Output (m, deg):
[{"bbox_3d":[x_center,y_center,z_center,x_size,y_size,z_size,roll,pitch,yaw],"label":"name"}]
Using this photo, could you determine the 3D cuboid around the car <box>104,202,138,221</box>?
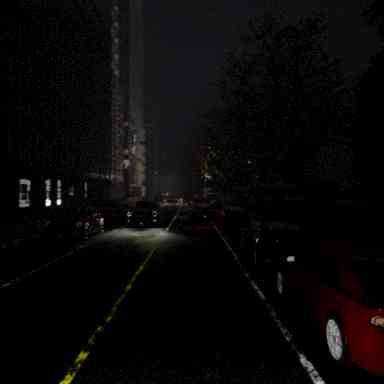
[{"bbox_3d":[-5.820,1.551,27.832,1.947,1.339,4.313,0,0,0],"label":"car"}]

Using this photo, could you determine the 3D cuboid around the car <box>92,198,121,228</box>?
[{"bbox_3d":[-5.822,1.309,22.271,2.192,1.841,5.009,0,0,0],"label":"car"}]

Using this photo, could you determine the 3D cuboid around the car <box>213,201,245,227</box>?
[{"bbox_3d":[2.703,1.538,22.322,1.887,1.381,4.507,0,0,0],"label":"car"}]

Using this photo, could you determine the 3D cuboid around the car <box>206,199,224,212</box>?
[{"bbox_3d":[2.637,1.542,38.980,1.802,1.307,4.206,0,0,-1],"label":"car"}]

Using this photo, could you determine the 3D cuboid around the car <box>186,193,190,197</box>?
[{"bbox_3d":[0.683,1.307,40.642,2.097,1.767,4.553,0,0,1],"label":"car"}]

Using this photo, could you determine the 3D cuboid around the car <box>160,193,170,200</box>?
[{"bbox_3d":[-7.161,1.092,89.050,2.192,1.841,5.009,0,0,-1],"label":"car"}]

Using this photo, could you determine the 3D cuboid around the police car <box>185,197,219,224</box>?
[{"bbox_3d":[0.739,1.415,24.666,1.930,1.638,5.238,0,0,-3],"label":"police car"}]

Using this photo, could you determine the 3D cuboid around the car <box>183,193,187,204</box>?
[{"bbox_3d":[-0.599,1.236,60.852,2.097,1.767,4.553,0,0,-1],"label":"car"}]

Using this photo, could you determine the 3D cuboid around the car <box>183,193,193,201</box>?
[{"bbox_3d":[-0.988,1.023,75.847,2.097,1.767,4.553,0,0,-1],"label":"car"}]

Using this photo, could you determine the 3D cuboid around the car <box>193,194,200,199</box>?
[{"bbox_3d":[1.222,1.307,94.567,2.008,1.369,4.403,0,0,-1],"label":"car"}]

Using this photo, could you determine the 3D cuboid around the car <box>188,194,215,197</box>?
[{"bbox_3d":[0.897,1.322,34.593,2.097,1.767,4.553,0,0,0],"label":"car"}]

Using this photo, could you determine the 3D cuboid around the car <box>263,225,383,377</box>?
[{"bbox_3d":[2.695,1.547,5.640,1.887,1.381,4.507,0,0,0],"label":"car"}]

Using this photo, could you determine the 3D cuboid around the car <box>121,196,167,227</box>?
[{"bbox_3d":[-3.094,1.345,22.531,2.097,1.767,4.553,0,0,0],"label":"car"}]

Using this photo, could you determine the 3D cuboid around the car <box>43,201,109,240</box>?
[{"bbox_3d":[-5.826,1.440,16.712,1.967,1.590,4.097,0,0,0],"label":"car"}]

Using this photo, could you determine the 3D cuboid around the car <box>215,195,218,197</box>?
[{"bbox_3d":[2.521,1.258,44.545,2.192,1.841,5.009,0,0,-1],"label":"car"}]

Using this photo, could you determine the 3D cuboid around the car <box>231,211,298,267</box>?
[{"bbox_3d":[2.698,1.553,11.200,2.008,1.369,4.403,0,0,0],"label":"car"}]

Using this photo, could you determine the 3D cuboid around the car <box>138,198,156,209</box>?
[{"bbox_3d":[-6.010,1.508,44.578,1.947,1.339,4.313,0,0,-1],"label":"car"}]

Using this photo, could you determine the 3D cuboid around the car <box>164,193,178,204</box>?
[{"bbox_3d":[-3.682,1.353,62.818,1.882,1.535,5.008,0,0,-1],"label":"car"}]

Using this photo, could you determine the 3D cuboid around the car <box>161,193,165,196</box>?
[{"bbox_3d":[-6.586,1.443,66.818,1.802,1.307,4.206,0,0,-1],"label":"car"}]
